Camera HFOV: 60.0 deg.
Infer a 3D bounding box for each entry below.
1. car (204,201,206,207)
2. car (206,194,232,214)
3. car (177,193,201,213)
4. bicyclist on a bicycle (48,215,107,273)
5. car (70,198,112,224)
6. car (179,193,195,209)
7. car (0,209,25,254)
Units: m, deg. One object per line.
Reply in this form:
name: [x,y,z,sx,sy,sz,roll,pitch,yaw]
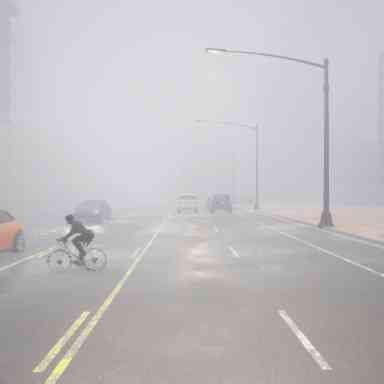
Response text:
car: [2.805,1.547,46.747,2.033,1.411,5.357,0,0,-1]
car: [3.014,1.221,36.092,2.150,2.045,5.566,0,0,-1]
car: [-0.500,1.221,36.943,2.150,2.045,5.566,0,0,-1]
bicyclist on a bicycle: [-3.222,1.455,9.274,1.656,1.620,0.582,-2,0,-1]
car: [-7.410,1.351,24.713,2.097,1.767,4.553,0,0,-1]
car: [-0.683,1.221,47.536,2.150,2.045,5.566,0,0,-1]
car: [-7.248,1.351,10.502,2.097,1.767,4.553,0,0,-1]
